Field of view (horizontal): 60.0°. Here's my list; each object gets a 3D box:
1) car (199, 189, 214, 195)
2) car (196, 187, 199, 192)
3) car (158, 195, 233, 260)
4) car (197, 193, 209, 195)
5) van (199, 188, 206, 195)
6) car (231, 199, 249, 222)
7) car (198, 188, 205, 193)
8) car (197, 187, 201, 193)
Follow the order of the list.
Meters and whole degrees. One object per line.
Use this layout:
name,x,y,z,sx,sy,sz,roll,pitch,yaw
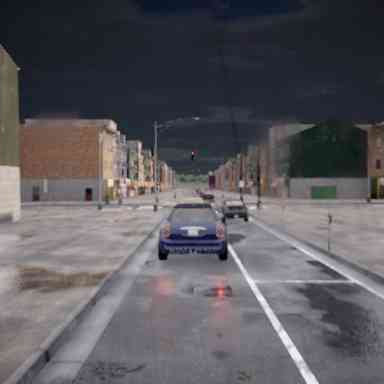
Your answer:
car,2.621,0.604,54.295,1.887,1.381,4.507,-1,1,0
car,2.619,0.031,81.952,1.967,1.590,4.097,-1,1,0
car,0.047,1.143,11.680,2.097,1.767,4.553,0,1,0
car,0.017,1.096,21.556,1.882,1.535,5.008,0,1,1
van,2.617,-0.161,87.482,1.690,1.788,3.998,-1,1,0
car,2.622,1.164,21.855,2.008,1.369,4.403,-1,1,0
car,2.622,0.454,65.359,1.802,1.307,4.206,-1,1,0
car,2.621,0.229,76.422,1.887,1.381,4.507,-1,1,0
